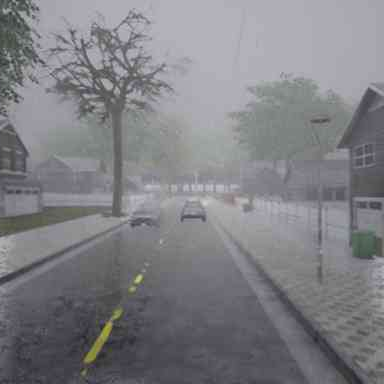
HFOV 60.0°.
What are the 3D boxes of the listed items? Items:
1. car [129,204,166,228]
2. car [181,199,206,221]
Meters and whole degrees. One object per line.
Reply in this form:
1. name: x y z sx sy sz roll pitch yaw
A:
1. car: -2.801 1.512 22.033 2.033 1.411 5.357 0 0 0
2. car: 0.106 1.517 26.894 1.994 1.385 4.181 0 0 0
